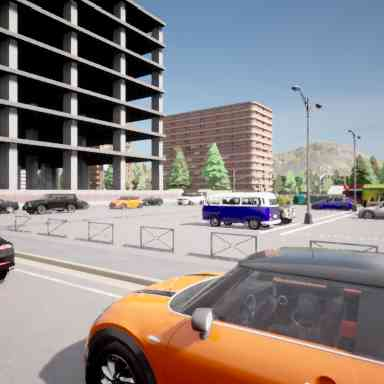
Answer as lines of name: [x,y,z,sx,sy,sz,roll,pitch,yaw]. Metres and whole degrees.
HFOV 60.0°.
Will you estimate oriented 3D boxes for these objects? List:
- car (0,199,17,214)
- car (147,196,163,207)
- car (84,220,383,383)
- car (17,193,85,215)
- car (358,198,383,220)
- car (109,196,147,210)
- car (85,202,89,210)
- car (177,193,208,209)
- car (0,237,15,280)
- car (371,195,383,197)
car: [-19.590,1.436,32.602,2.128,1.511,4.902,0,0,36]
car: [-6.477,1.433,51.153,2.128,1.511,4.902,0,0,35]
car: [1.002,1.352,3.274,4.553,1.767,2.097,0,0,35]
car: [-14.284,1.166,34.033,2.150,2.045,5.566,0,0,35]
car: [14.579,1.395,24.826,3.806,1.475,1.970,0,0,36]
car: [-8.406,1.297,42.361,2.097,1.767,4.553,0,0,35]
car: [-14.448,1.508,39.876,1.994,1.385,4.181,0,0,35]
car: [-0.162,1.168,53.992,2.150,2.045,5.566,0,0,36]
car: [-6.511,1.492,8.588,4.902,1.511,2.128,0,0,35]
car: [17.786,1.153,29.391,4.605,1.855,1.932,0,0,36]
